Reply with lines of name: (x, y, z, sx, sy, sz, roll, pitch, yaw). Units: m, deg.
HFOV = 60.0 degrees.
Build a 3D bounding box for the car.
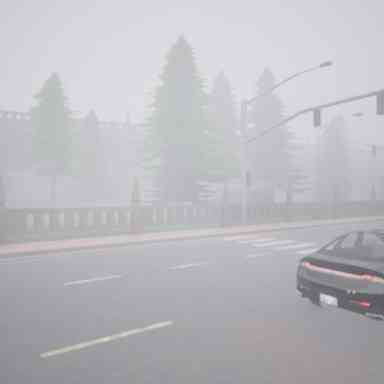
car: (4.156, 1.499, 6.655, 4.902, 1.511, 2.128, 0, 0, -35)
